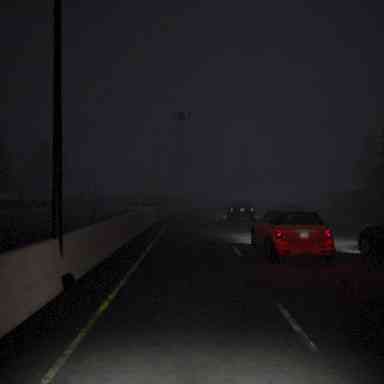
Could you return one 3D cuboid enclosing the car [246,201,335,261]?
[{"bbox_3d":[3.570,1.389,12.651,2.097,1.767,4.553,0,0,0],"label":"car"}]

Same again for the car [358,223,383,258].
[{"bbox_3d":[7.053,1.383,10.205,2.097,1.767,4.553,0,0,0],"label":"car"}]

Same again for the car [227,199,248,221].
[{"bbox_3d":[4.049,1.432,27.742,2.097,1.767,4.553,0,0,5],"label":"car"}]

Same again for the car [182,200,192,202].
[{"bbox_3d":[-0.853,1.687,54.764,1.812,1.442,4.674,0,0,20],"label":"car"}]

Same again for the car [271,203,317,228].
[{"bbox_3d":[7.250,1.619,24.329,2.033,1.411,5.357,0,0,4],"label":"car"}]
